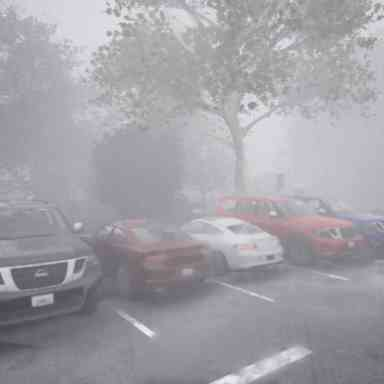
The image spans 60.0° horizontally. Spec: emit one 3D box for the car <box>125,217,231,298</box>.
[{"bbox_3d":[-1.515,1.459,8.719,2.097,1.535,5.008,0,0,-35],"label":"car"}]

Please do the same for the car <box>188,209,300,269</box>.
[{"bbox_3d":[0.651,1.485,10.265,2.002,1.452,4.674,0,0,-35],"label":"car"}]

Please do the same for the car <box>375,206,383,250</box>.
[{"bbox_3d":[5.200,1.172,13.476,2.435,2.045,5.566,0,0,-35],"label":"car"}]

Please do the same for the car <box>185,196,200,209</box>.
[{"bbox_3d":[-0.553,1.197,38.531,2.033,1.411,5.357,-4,4,-34],"label":"car"}]

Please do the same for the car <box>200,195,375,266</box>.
[{"bbox_3d":[3.033,1.182,11.930,2.435,2.045,5.566,0,0,-35],"label":"car"}]

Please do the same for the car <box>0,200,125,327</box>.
[{"bbox_3d":[-3.772,1.223,7.082,2.435,2.045,5.566,0,0,-35],"label":"car"}]
